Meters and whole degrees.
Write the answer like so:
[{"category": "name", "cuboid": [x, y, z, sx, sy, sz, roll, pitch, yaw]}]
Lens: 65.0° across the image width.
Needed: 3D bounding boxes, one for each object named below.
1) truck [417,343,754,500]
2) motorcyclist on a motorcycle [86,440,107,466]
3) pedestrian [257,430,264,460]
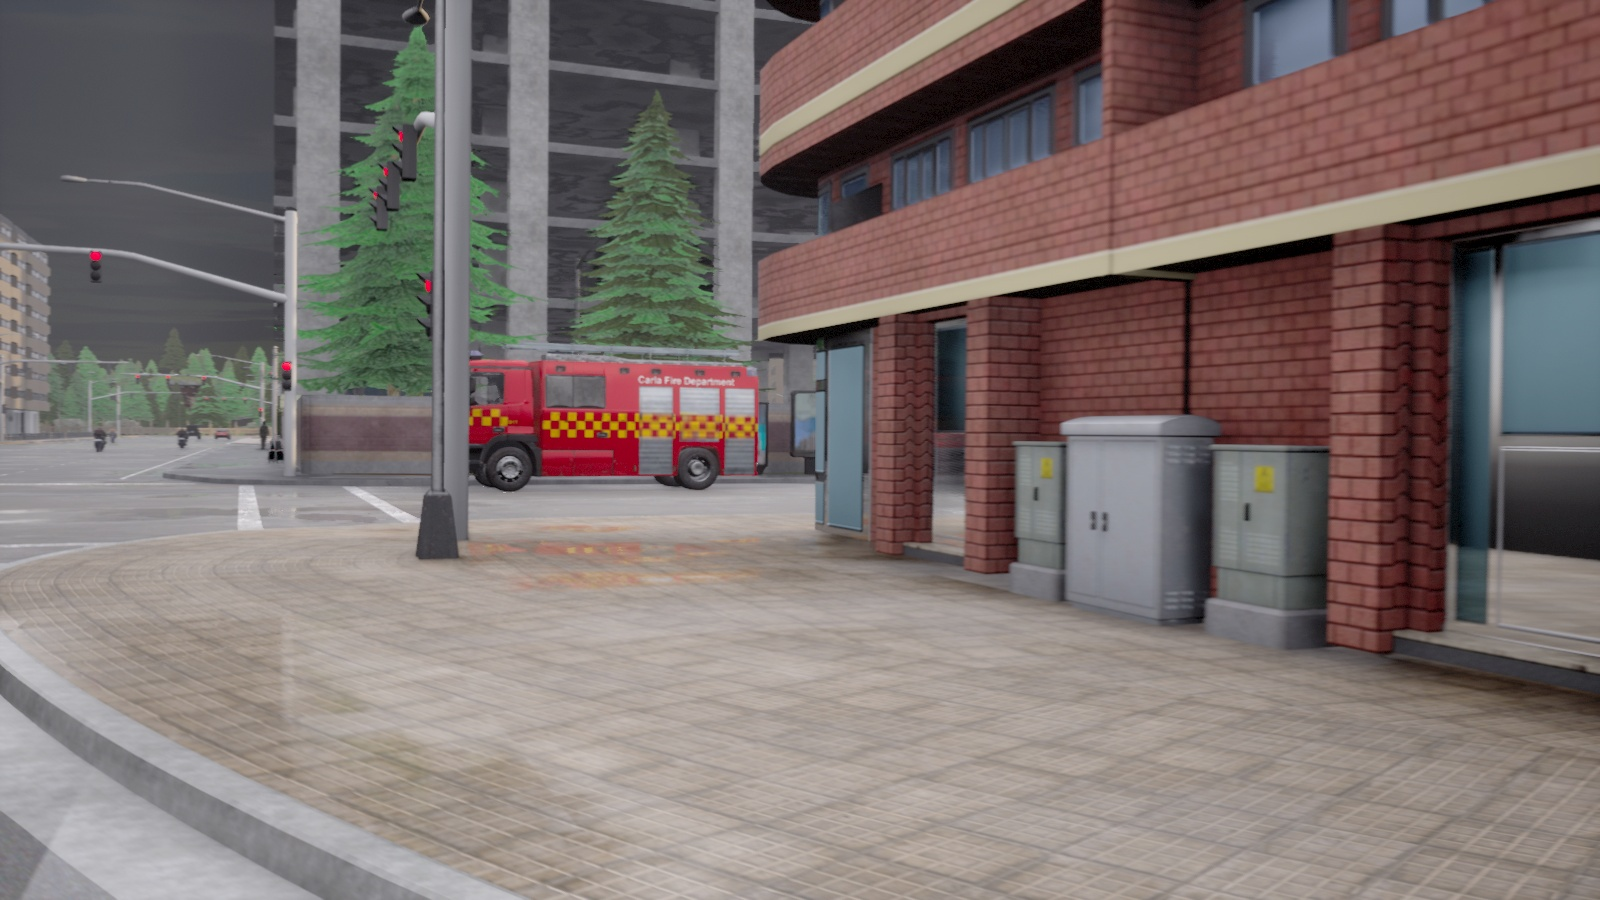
[{"category": "truck", "cuboid": [-5.712, -0.755, 33.727, 8.468, 3.827, 2.891, -1, 1, -23]}, {"category": "motorcyclist on a motorcycle", "cuboid": [-41.688, 0.174, 74.445, 0.866, 1.530, 2.191, -1, 1, -23]}, {"category": "pedestrian", "cuboid": [-34.202, -0.327, 79.609, 0.395, 1.930, 0.692, -1, 1, -22]}]
